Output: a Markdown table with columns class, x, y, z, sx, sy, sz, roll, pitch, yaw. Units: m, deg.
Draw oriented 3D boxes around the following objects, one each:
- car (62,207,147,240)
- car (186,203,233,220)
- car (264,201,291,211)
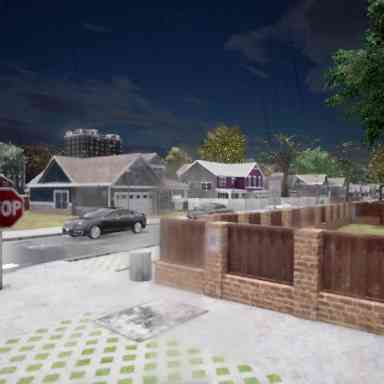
| class | x | y | z | sx | sy | sz | roll | pitch | yaw |
| --- | --- | --- | --- | --- | --- | --- | --- | --- | --- |
| car | -4.528 | 1.580 | 17.837 | 1.837 | 1.490 | 4.892 | 0 | 0 | 36 |
| car | 1.459 | 1.640 | 26.079 | 1.837 | 1.490 | 4.892 | 0 | 0 | 36 |
| car | 9.716 | 1.753 | 37.419 | 1.812 | 1.442 | 4.674 | 0 | 0 | 36 |
